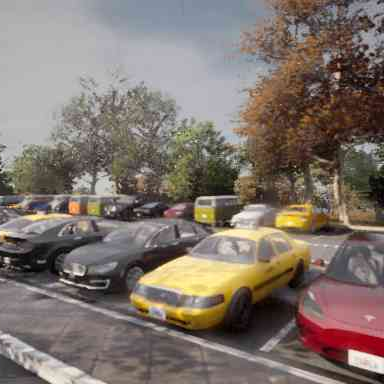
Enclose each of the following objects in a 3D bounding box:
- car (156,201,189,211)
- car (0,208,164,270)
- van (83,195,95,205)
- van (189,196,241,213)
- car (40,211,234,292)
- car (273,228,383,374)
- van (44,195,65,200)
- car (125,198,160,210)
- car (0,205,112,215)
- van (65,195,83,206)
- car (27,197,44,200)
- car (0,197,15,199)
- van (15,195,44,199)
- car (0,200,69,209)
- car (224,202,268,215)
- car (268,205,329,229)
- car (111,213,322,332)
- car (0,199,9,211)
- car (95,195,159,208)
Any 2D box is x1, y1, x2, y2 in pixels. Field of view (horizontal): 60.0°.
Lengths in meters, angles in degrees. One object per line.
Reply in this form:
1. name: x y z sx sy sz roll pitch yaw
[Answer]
1. car: -0.168 1.540 24.408 2.002 1.452 4.674 0 0 36
2. car: -3.377 1.501 10.610 2.231 1.521 4.892 0 0 36
3. van: -6.956 1.276 29.420 1.878 1.987 4.442 0 0 36
4. van: 2.050 1.273 22.964 1.878 1.987 4.442 0 0 36
5. car: -1.113 1.501 9.003 2.231 1.521 4.892 0 0 36
6. car: 3.379 1.528 5.739 2.163 1.488 4.792 0 0 36
7. van: -11.601 1.277 32.463 1.878 1.987 4.442 -1 0 36
8. car: -2.423 1.500 26.020 2.097 1.535 5.008 0 0 36
9. car: -5.737 1.498 12.082 1.946 1.575 5.366 0 0 36
10. van: -9.106 1.277 30.961 1.878 1.987 4.442 0 0 36
11. car: -13.658 1.530 34.087 2.097 1.535 5.008 -1 -1 36
12. car: -18.269 1.618 37.159 1.946 1.575 5.366 -1 -1 36
13. van: -15.983 1.350 35.603 1.878 1.987 4.442 -1 -1 36
14. car: -7.904 1.376 13.824 2.185 1.767 4.553 0 0 36
15. car: 4.235 1.538 21.257 2.002 1.452 4.674 0 0 36
16. car: 6.583 1.497 19.564 2.097 1.535 5.008 0 0 36
17. car: 1.031 1.496 7.230 1.946 1.575 5.366 0 0 36
18. car: -27.272 1.804 43.833 2.097 1.535 5.008 -1 -1 36
19. car: -4.789 1.250 27.688 2.435 2.045 5.566 0 0 36
